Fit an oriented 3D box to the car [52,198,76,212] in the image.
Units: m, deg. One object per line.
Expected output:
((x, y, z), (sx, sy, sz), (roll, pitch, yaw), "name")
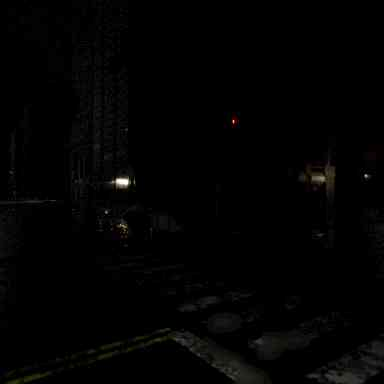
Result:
((-15.478, 1.724, 41.408), (2.033, 1.411, 5.357), (1, -1, -34), "car")

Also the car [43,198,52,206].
((-26.505, 1.798, 62.426), (2.128, 1.511, 4.902), (1, -1, -36), "car")

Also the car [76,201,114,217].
((-9.324, 1.620, 32.722), (2.128, 1.511, 4.902), (1, -1, -36), "car")

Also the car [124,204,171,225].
((-3.370, 1.607, 24.360), (1.812, 1.442, 4.674), (1, -1, -37), "car")
